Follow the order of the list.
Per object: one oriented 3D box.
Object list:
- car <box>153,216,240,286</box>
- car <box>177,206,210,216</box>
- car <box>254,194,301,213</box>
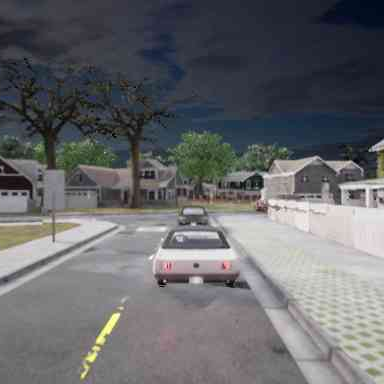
[{"bbox_3d":[0.093,1.599,9.341,1.895,1.301,4.718,0,0,0],"label":"car"},{"bbox_3d":[0.083,1.524,19.736,1.812,1.442,4.674,0,0,0],"label":"car"},{"bbox_3d":[9.729,1.276,37.383,5.566,2.045,2.150,0,0,-19],"label":"car"}]
